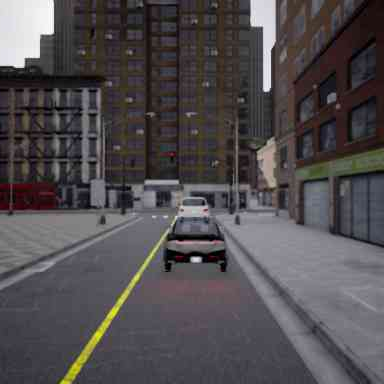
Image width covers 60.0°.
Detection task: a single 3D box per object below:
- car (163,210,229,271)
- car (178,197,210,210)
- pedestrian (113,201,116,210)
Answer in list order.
[{"bbox_3d":[0.111,1.566,11.113,2.128,1.511,4.902,0,0,0],"label":"car"},{"bbox_3d":[0.125,1.376,24.386,2.150,2.045,5.566,0,0,0],"label":"car"},{"bbox_3d":[-10.111,1.784,43.464,0.375,1.300,0.375,0,0,-1],"label":"pedestrian"}]
